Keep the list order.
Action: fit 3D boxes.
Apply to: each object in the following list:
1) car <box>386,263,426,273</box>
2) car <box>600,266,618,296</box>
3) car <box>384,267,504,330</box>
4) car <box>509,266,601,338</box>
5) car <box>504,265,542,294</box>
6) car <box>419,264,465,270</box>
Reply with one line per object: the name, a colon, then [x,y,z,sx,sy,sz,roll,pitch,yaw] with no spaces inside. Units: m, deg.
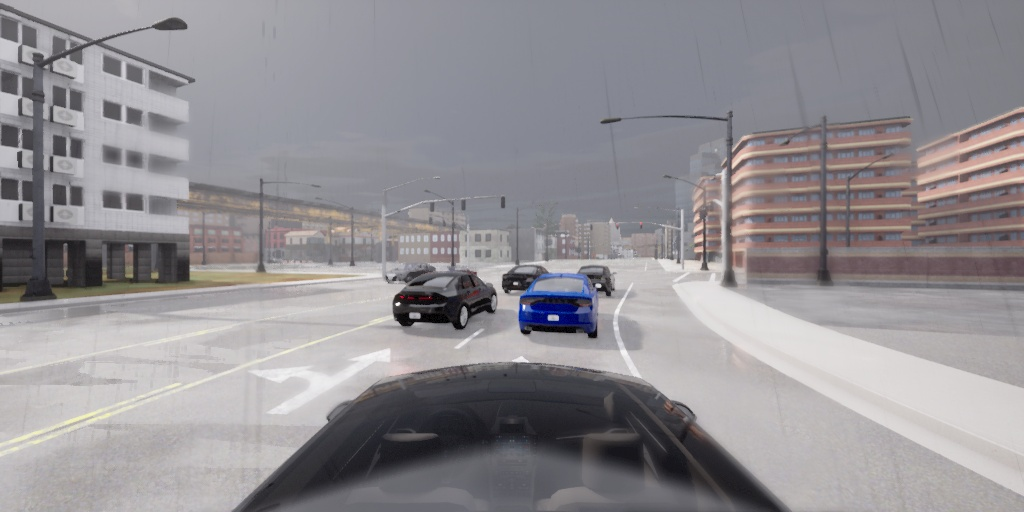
car: [-7.606,1.267,27.303,2.128,1.511,4.902,0,0,21]
car: [4.475,1.247,19.268,1.837,1.490,4.892,0,0,20]
car: [-1.855,1.251,11.323,1.837,1.490,4.892,0,0,14]
car: [1.516,1.224,10.356,1.882,1.535,5.008,0,0,14]
car: [1.033,1.220,20.060,1.882,1.535,5.008,0,0,20]
car: [-4.345,1.407,26.031,1.895,1.301,4.718,0,0,21]
